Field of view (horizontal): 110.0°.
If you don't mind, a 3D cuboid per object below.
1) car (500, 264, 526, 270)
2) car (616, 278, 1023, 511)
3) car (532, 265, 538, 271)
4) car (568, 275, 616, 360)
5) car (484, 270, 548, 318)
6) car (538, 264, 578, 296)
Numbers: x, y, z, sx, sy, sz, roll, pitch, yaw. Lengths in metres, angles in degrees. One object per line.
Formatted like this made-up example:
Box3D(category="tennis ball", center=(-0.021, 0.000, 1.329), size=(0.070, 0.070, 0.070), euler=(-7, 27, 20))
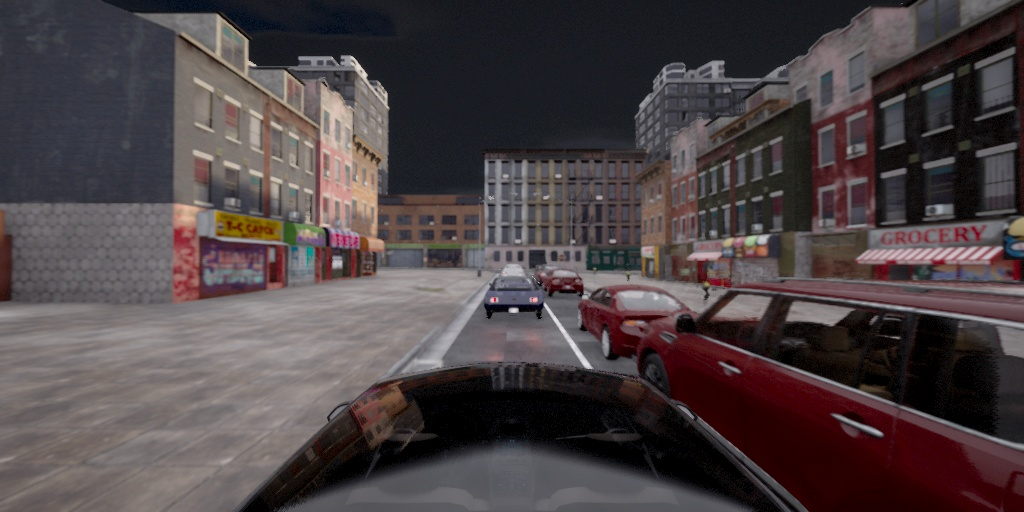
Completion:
Box3D(category="car", center=(0.080, 1.337, 27.812), size=(1.812, 1.442, 4.674), euler=(0, 0, 0))
Box3D(category="car", center=(2.639, 1.067, 2.703), size=(2.192, 1.841, 5.009), euler=(0, 0, 0))
Box3D(category="car", center=(2.639, 1.243, 24.718), size=(1.967, 1.591, 4.097), euler=(0, 0, 0))
Box3D(category="car", center=(2.639, 1.309, 8.207), size=(1.888, 1.381, 4.507), euler=(0, 0, 0))
Box3D(category="car", center=(0.076, 1.375, 13.146), size=(1.895, 1.301, 4.718), euler=(0, 0, 0))
Box3D(category="car", center=(2.639, 1.335, 19.214), size=(1.888, 1.381, 4.507), euler=(0, 0, 0))
